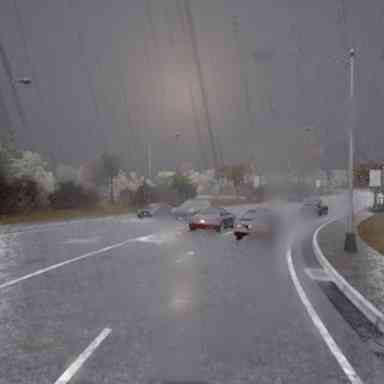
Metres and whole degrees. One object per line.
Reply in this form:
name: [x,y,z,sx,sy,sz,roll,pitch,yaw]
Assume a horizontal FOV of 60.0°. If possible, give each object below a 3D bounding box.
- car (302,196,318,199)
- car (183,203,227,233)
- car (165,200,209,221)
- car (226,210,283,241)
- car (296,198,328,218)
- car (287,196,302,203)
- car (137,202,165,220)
car: [22.406,1.486,61.356,1.994,1.385,4.181,1,1,34]
car: [1.366,1.638,20.667,1.994,1.385,4.181,1,0,23]
car: [0.111,1.413,26.823,2.097,1.767,4.553,1,0,27]
car: [3.582,1.639,17.276,2.033,1.411,5.357,1,0,21]
car: [12.481,1.701,33.649,2.128,1.511,4.902,1,0,33]
car: [19.696,1.486,63.569,1.895,1.301,4.718,1,1,34]
car: [-2.901,1.587,28.608,1.994,1.385,4.181,1,0,27]
